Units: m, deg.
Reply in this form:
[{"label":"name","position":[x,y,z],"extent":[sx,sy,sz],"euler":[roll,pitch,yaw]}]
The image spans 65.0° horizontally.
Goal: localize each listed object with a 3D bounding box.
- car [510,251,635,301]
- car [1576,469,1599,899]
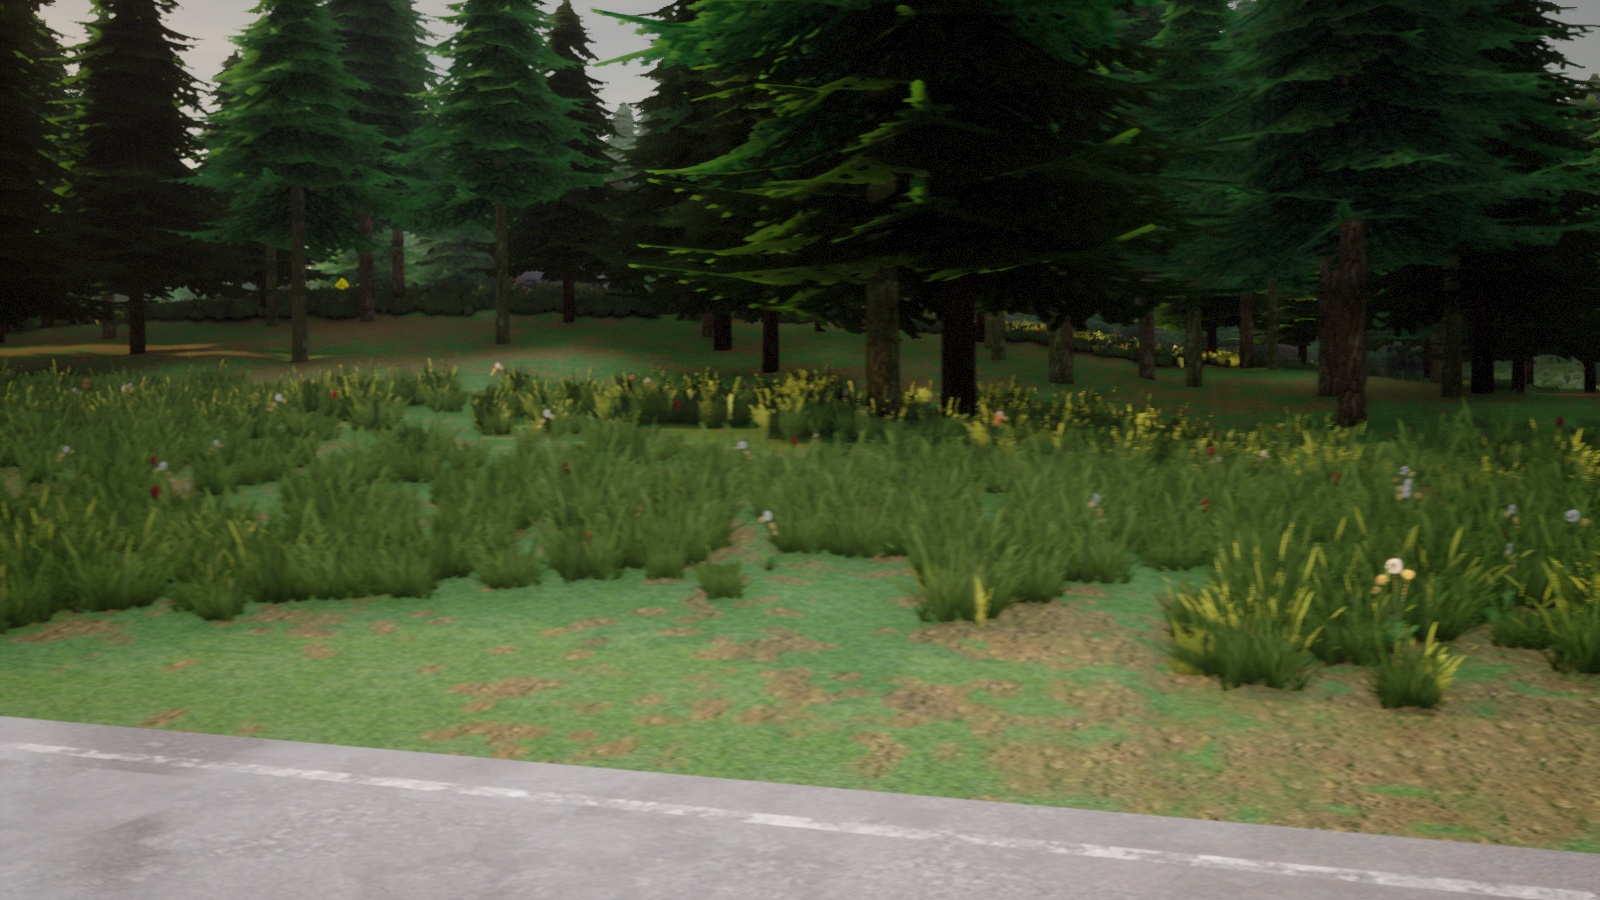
[{"label":"car","position":[-9.404,-7.223,52.182],"extent":[4.611,1.667,2.242],"euler":[3,1,5]},{"label":"car","position":[3.826,0.812,1.907],"extent":[4.193,1.474,1.816],"euler":[0,1,18]}]
